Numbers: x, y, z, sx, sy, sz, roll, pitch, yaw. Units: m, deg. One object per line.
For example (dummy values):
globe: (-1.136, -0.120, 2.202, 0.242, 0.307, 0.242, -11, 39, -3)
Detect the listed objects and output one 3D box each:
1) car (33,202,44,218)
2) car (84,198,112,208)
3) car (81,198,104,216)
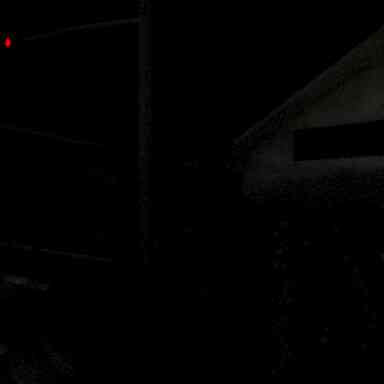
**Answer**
car: (-16.558, 1.752, 32.539, 4.611, 1.667, 2.242, -1, 0, 35)
car: (-16.228, 1.883, 57.346, 4.902, 1.511, 2.128, -1, 0, 36)
car: (-9.753, 1.549, 34.671, 3.866, 1.878, 1.905, -1, 0, 35)
